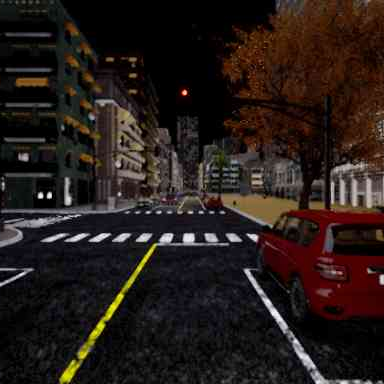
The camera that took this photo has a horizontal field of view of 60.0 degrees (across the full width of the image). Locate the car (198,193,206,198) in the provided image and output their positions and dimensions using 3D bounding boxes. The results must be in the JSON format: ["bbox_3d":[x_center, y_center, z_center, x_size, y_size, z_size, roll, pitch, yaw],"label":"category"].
[{"bbox_3d":[2.710,0.931,89.101,1.887,1.381,4.507,0,0,0],"label":"car"}]

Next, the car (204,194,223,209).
[{"bbox_3d":[2.700,1.252,39.307,1.887,1.381,4.507,0,0,0],"label":"car"}]

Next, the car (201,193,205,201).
[{"bbox_3d":[2.702,1.156,50.543,1.752,1.417,4.829,0,0,0],"label":"car"}]

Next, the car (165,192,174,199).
[{"bbox_3d":[-5.671,0.859,83.570,1.967,1.590,4.097,0,0,0],"label":"car"}]

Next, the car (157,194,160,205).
[{"bbox_3d":[-5.678,1.182,50.375,2.008,1.369,4.403,0,0,0],"label":"car"}]

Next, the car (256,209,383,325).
[{"bbox_3d":[2.695,1.261,6.919,2.192,1.841,5.009,0,0,0],"label":"car"}]

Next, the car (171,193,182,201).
[{"bbox_3d":[-2.985,1.011,65.891,1.882,1.535,5.008,0,1,0],"label":"car"}]

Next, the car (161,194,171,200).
[{"bbox_3d":[-5.673,1.070,72.505,1.802,1.307,4.206,0,0,0],"label":"car"}]

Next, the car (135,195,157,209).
[{"bbox_3d":[-5.680,1.257,39.309,2.008,1.369,4.403,0,0,0],"label":"car"}]

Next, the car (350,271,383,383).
[{"bbox_3d":[2.693,1.554,1.398,1.947,1.339,4.313,0,0,0],"label":"car"}]

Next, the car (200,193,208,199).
[{"bbox_3d":[2.708,0.977,78.205,1.752,1.417,4.829,0,0,0],"label":"car"}]

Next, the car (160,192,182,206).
[{"bbox_3d":[-2.989,0.997,47.584,2.097,1.767,4.553,0,0,0],"label":"car"}]

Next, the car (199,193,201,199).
[{"bbox_3d":[2.706,1.106,66.970,1.802,1.307,4.206,0,0,0],"label":"car"}]

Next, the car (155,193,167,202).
[{"bbox_3d":[-5.675,0.999,61.439,1.967,1.590,4.097,0,0,0],"label":"car"}]

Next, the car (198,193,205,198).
[{"bbox_3d":[2.711,0.904,94.633,2.008,1.369,4.403,0,0,0],"label":"car"}]

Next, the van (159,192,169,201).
[{"bbox_3d":[-5.674,0.865,66.971,1.690,1.788,3.998,0,0,0],"label":"van"}]
